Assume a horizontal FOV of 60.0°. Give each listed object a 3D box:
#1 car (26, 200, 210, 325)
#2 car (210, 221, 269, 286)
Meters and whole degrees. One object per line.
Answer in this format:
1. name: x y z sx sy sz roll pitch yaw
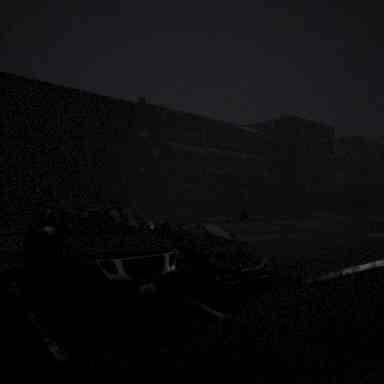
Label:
1. car: -2.321 1.231 7.701 2.435 2.045 5.566 0 0 -36
2. car: -0.061 1.491 9.355 2.231 1.521 4.892 0 0 -35
